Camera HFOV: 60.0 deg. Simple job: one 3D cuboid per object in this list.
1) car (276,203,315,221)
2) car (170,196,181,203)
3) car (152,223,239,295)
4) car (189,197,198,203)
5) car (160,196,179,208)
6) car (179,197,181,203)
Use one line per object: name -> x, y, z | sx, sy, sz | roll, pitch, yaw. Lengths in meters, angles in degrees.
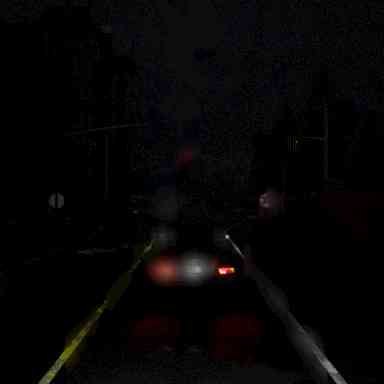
car -> 8.842, 1.549, 26.432 | 4.181, 1.385, 1.994 | 0, 0, -1
car -> -3.352, 1.547, 68.862 | 2.033, 1.411, 5.357 | 0, 0, 0
car -> 0.078, 1.547, 8.849 | 2.033, 1.411, 5.357 | 0, 0, 0
car -> 0.251, 1.600, 69.621 | 1.895, 1.301, 4.718 | 0, 0, 0
car -> -3.491, 1.491, 48.279 | 2.128, 1.511, 4.902 | 0, 0, 0
car -> -3.453, 1.600, 58.215 | 1.895, 1.301, 4.718 | 0, 0, 0
